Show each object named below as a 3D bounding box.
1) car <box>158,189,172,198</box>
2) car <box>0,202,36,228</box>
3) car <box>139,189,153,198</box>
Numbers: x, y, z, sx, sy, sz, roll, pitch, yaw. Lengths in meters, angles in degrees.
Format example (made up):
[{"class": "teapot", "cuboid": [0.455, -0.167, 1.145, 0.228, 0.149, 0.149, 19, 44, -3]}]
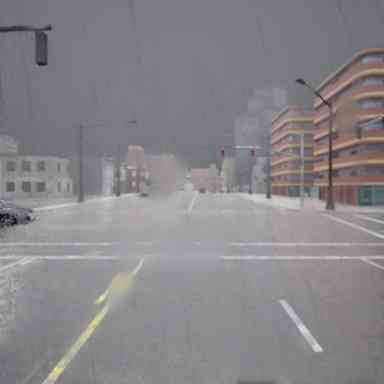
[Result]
[{"class": "car", "cuboid": [-4.932, 0.210, 61.048, 2.097, 1.767, 4.553, 0, 2, 2]}, {"class": "car", "cuboid": [-11.730, 1.270, 19.354, 4.902, 1.511, 2.128, -1, 1, 0]}, {"class": "car", "cuboid": [-8.431, 0.211, 61.057, 2.097, 1.767, 4.553, 0, 2, 2]}]
